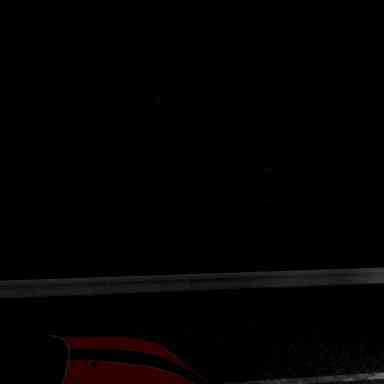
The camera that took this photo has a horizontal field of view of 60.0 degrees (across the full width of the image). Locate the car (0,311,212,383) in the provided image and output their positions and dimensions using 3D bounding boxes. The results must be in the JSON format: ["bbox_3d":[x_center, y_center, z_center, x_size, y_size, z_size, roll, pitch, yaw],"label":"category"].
[{"bbox_3d":[-1.869,1.352,1.646,4.553,1.767,2.097,0,0,-6],"label":"car"}]
